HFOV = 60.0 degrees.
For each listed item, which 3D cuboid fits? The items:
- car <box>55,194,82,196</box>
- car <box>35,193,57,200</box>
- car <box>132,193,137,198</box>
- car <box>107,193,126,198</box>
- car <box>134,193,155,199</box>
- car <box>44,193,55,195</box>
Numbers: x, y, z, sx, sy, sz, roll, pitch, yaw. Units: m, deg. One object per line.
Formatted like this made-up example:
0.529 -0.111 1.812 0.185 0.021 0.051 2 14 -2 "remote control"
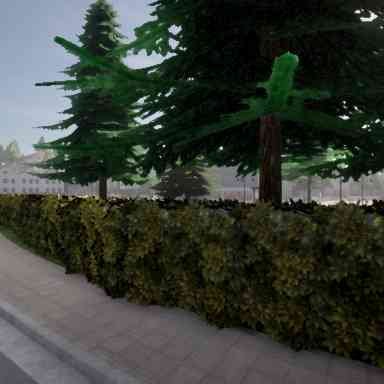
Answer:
-23.862 1.320 64.033 3.633 1.501 1.845 0 0 -36 "car"
-36.329 1.097 82.718 4.605 1.855 1.932 0 0 -36 "car"
-10.889 1.097 77.775 4.605 1.855 1.932 0 0 -36 "car"
-20.372 1.154 90.295 5.027 1.636 2.152 0 0 -36 "car"
-7.941 1.384 60.690 3.806 1.475 1.970 0 0 -36 "car"
-29.650 1.298 72.179 4.514 1.523 2.007 0 0 -36 "car"
